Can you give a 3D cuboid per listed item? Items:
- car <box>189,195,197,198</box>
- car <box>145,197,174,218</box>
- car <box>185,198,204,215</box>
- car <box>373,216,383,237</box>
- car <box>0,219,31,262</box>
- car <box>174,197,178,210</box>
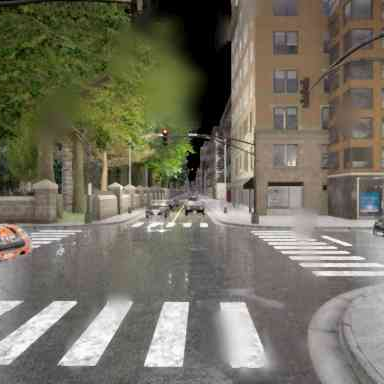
[{"bbox_3d":[0.227,1.425,70.695,1.812,1.442,4.674,0,0,0],"label":"car"},{"bbox_3d":[-3.007,1.472,29.740,2.128,1.511,4.902,0,0,0],"label":"car"},{"bbox_3d":[0.242,1.574,33.854,1.895,1.301,4.718,0,0,-1],"label":"car"},{"bbox_3d":[11.009,1.366,15.502,4.553,1.767,2.097,0,0,1],"label":"car"},{"bbox_3d":[-7.607,1.345,11.019,4.553,1.767,2.097,0,0,24],"label":"car"},{"bbox_3d":[-2.994,1.563,39.823,1.895,1.301,4.718,0,0,0],"label":"car"}]
